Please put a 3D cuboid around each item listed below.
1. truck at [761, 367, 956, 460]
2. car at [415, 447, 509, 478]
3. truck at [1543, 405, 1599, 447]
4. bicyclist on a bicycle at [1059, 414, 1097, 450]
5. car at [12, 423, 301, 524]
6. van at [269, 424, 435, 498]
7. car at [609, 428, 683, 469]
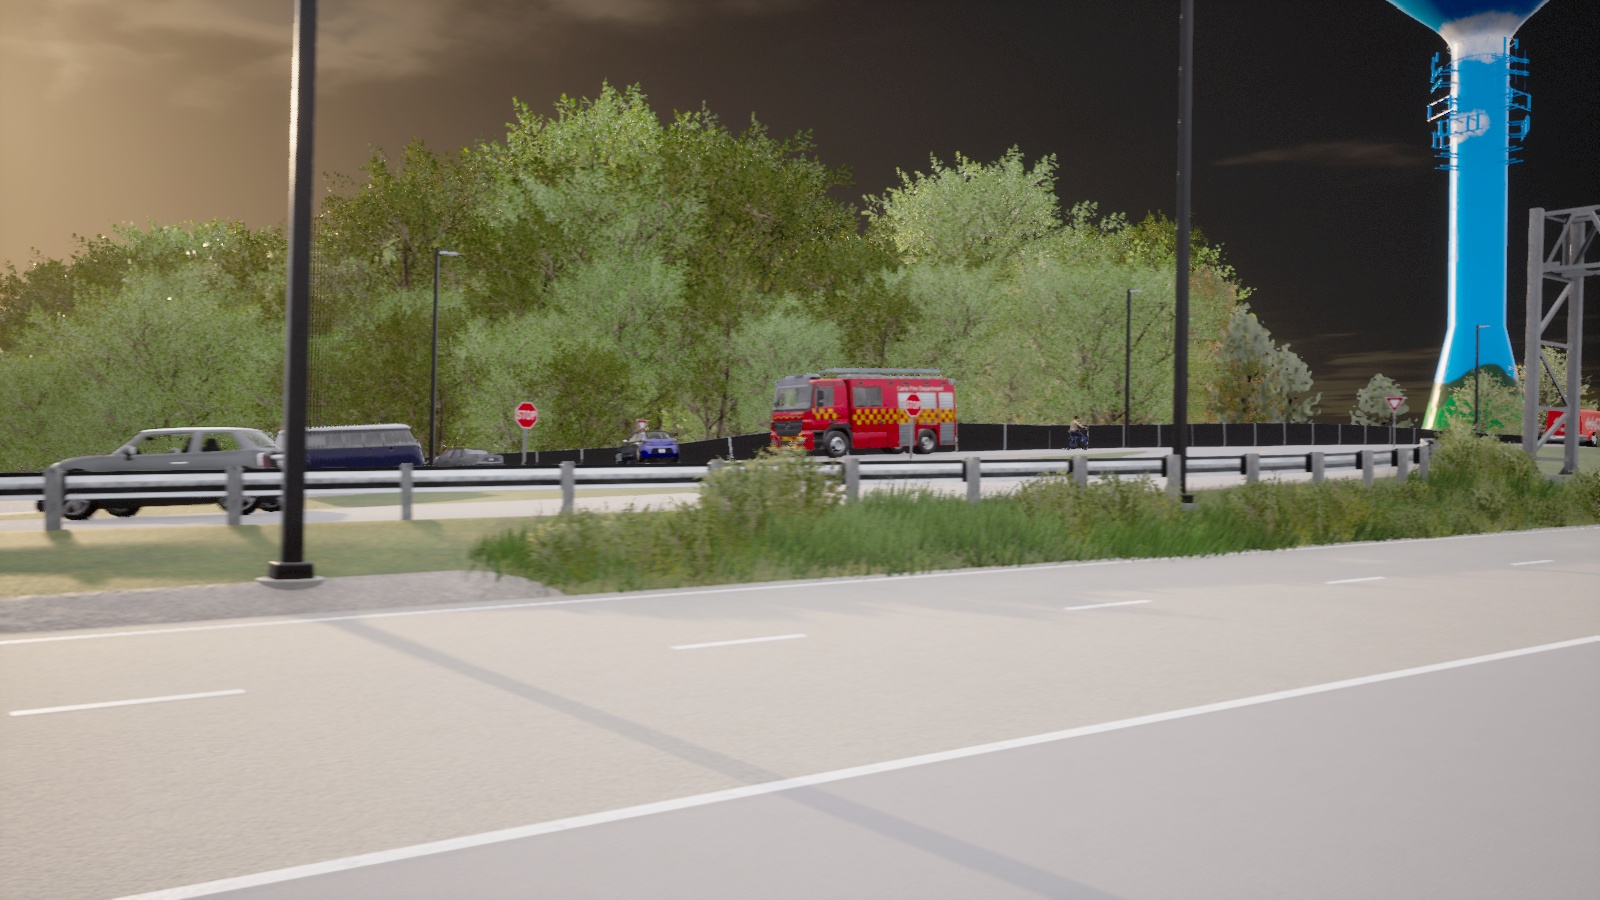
[{"bbox_3d":[2.685,-1.638,55.139,8.468,3.827,2.891,-2,1,-36],"label":"truck"},{"bbox_3d":[-17.361,0.691,64.329,5.357,1.411,2.033,-3,-3,42],"label":"car"},{"bbox_3d":[52.508,-1.563,84.129,5.204,2.467,2.627,3,-2,-32],"label":"truck"},{"bbox_3d":[12.786,-0.832,57.695,1.509,1.612,0.866,-1,1,-30],"label":"bicyclist on a bicycle"},{"bbox_3d":[-10.641,0.386,21.013,3.806,1.475,1.970,-2,-1,-4],"label":"car"},{"bbox_3d":[-13.793,0.285,38.755,4.442,1.987,1.775,-4,2,-34],"label":"van"},{"bbox_3d":[-6.596,-0.043,53.435,1.816,1.474,4.193,-2,-2,-25],"label":"car"}]
